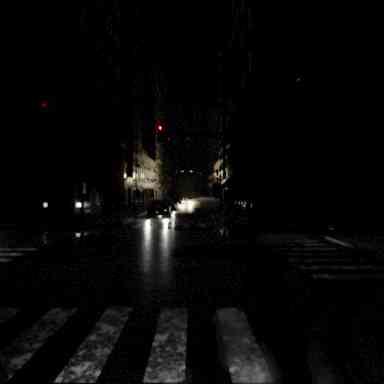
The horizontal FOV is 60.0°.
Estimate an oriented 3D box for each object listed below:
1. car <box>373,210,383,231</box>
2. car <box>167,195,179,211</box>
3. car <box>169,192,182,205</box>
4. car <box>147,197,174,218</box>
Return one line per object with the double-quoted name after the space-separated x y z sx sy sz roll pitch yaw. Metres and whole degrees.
12.324 1.244 17.466 5.009 1.841 2.192 0 0 0 "car"
-2.894 1.425 39.715 1.812 1.442 4.674 0 0 0 "car"
-2.889 1.072 56.030 2.150 2.045 5.566 0 0 0 "car"
-2.888 1.432 29.849 1.837 1.490 4.892 0 0 0 "car"
